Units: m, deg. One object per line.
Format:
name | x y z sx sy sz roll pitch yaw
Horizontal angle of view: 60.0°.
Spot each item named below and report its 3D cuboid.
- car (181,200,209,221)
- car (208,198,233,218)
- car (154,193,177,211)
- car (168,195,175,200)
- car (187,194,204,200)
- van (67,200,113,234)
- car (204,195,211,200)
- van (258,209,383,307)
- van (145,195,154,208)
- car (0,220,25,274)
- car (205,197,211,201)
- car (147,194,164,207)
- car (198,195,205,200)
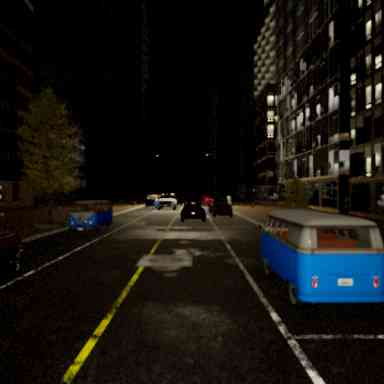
car | 0.101 1.574 27.143 1.994 1.385 4.181 0 0 0
car | 2.690 1.556 30.353 1.887 1.381 4.507 0 0 0
car | -3.093 1.230 41.964 2.150 2.045 5.566 0 0 0
car | -5.689 1.552 92.704 1.947 1.339 4.313 0 0 0
car | 0.103 1.364 42.114 2.097 1.767 4.553 0 0 0
van | -5.691 1.349 19.017 1.690 1.788 3.998 0 0 0
car | 2.691 1.592 53.026 1.802 1.307 4.206 0 0 0
van | 2.689 1.345 7.680 1.690 1.788 3.998 0 0 0
van | -5.690 1.353 47.359 1.690 1.788 3.998 0 0 0
car | -5.691 1.444 7.681 1.967 1.590 4.097 0 0 0
car | 2.690 1.578 36.021 1.947 1.339 4.313 0 0 0
car | -5.690 1.325 53.026 2.192 1.841 5.009 0 0 0
car | 2.691 1.530 92.704 1.887 1.381 4.507 0 0 0
